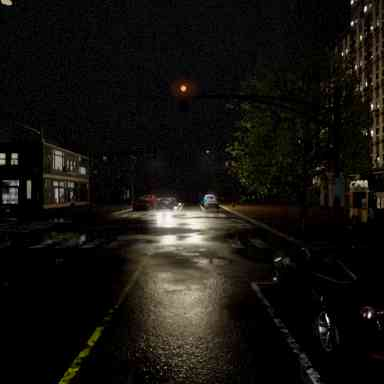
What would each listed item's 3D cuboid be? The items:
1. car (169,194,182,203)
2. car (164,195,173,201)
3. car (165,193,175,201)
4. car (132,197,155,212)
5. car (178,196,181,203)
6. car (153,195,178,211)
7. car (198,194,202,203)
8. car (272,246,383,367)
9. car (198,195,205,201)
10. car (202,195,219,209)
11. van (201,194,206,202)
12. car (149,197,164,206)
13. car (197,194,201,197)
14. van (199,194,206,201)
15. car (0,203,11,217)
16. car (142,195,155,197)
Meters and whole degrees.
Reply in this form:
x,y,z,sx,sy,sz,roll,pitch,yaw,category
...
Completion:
x,y,z,sx,sy,sz,roll,pitch,yaw,category
-3.096,1.570,67.871,1.994,1.385,4.181,0,0,0,car
-5.793,1.559,82.670,2.008,1.369,4.403,0,0,0,car
-5.799,1.324,88.221,2.192,1.841,5.009,0,0,0,car
-5.735,1.585,38.262,1.802,1.307,4.206,0,0,0,car
-3.162,1.568,52.235,1.994,1.385,4.181,0,0,0,car
-3.144,1.494,40.040,2.128,1.511,4.902,0,0,0,car
2.616,1.556,60.479,2.008,1.369,4.403,0,0,0,car
2.687,1.566,5.797,1.947,1.339,4.313,0,0,0,car
2.581,1.534,88.404,1.752,1.417,4.829,0,0,0,car
2.637,1.528,43.996,1.752,1.417,4.829,0,0,0,car
2.632,1.345,49.378,1.690,1.788,3.998,0,0,0,van
-5.757,1.555,54.915,2.008,1.369,4.403,0,0,0,car
2.602,1.572,71.581,1.947,1.339,4.313,0,0,0,car
2.590,1.349,82.683,1.690,1.788,3.998,0,0,0,van
-17.303,1.371,27.250,4.507,1.381,1.887,1,-1,-1,car
-5.741,1.318,43.813,2.192,1.841,5.009,0,0,0,car
